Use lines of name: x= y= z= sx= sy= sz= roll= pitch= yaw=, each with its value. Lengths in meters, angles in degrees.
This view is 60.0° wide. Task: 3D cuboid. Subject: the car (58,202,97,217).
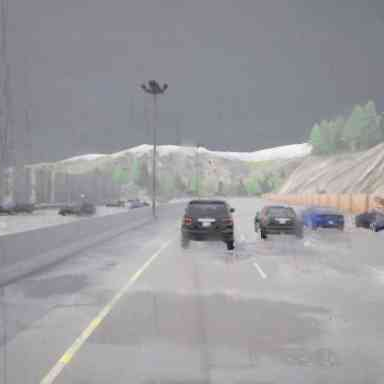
car: x=-11.476 y=1.695 z=33.812 sx=2.033 sy=1.411 sz=5.357 roll=0 pitch=0 yaw=7

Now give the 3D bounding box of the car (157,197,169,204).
car: x=-6.196 y=1.849 z=72.167 sx=1.882 sy=1.535 sz=5.008 roll=0 pitch=0 yaw=7

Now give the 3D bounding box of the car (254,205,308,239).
car: x=4.655 y=1.503 z=18.458 sx=2.097 sy=1.767 sz=4.553 roll=0 pitch=0 yaw=6

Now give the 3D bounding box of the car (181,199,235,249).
car: x=0.796 y=1.330 z=15.386 sx=2.150 sy=2.045 sz=5.566 roll=0 pitch=0 yaw=5

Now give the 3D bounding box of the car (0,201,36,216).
car: x=-18.433 y=1.654 z=34.576 sx=2.033 sy=1.411 sz=5.357 roll=0 pitch=0 yaw=7

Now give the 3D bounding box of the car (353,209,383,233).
car: x=11.968 y=1.783 z=21.297 sx=1.994 sy=1.385 sz=4.181 roll=0 pitch=0 yaw=6

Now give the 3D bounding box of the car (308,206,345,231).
car: x=8.541 y=1.680 z=22.251 sx=1.882 sy=1.535 sz=5.008 roll=0 pitch=0 yaw=6

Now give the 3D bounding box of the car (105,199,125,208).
car: x=-12.325 y=1.834 z=53.382 sx=1.994 sy=1.385 sz=4.181 roll=0 pitch=0 yaw=9

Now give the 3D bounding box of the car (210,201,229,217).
car: x=3.068 y=1.781 z=35.755 sx=1.812 sy=1.442 sz=4.674 roll=0 pitch=0 yaw=7

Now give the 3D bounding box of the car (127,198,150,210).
car: x=-6.726 y=1.804 z=43.073 sx=1.994 sy=1.385 sz=4.181 roll=0 pitch=0 yaw=8
